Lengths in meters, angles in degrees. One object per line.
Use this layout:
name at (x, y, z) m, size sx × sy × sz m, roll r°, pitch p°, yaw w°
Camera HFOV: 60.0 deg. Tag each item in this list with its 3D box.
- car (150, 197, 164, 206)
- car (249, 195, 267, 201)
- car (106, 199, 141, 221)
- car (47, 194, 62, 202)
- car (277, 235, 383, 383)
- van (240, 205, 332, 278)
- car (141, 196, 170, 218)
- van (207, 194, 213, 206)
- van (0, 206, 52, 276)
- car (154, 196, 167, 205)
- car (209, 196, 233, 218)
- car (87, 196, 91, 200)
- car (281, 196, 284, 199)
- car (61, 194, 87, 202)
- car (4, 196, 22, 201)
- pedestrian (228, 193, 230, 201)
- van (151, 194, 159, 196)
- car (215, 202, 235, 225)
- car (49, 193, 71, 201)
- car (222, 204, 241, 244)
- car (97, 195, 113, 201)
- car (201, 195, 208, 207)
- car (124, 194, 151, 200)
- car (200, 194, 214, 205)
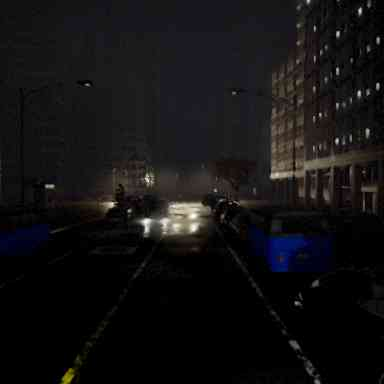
car at (-5.684, 1.533, 54.883) m, size 1.802 × 1.307 × 4.206 m, roll -1°, pitch 0°, yaw 0°
car at (16.155, 1.471, 81.402) m, size 4.313 × 1.339 × 1.947 m, roll 0°, pitch 1°, yaw -5°
car at (-5.694, 1.527, 26.754) m, size 2.008 × 1.369 × 4.403 m, roll -1°, pitch 0°, yaw 0°
car at (-33.082, 1.633, 76.865) m, size 4.097 × 1.590 × 1.967 m, roll 0°, pitch 1°, yaw -5°
car at (2.679, 1.563, 4.250) m, size 1.947 × 1.339 × 4.313 m, roll -1°, pitch 0°, yaw 0°
van at (2.677, 1.333, 9.876) m, size 1.690 × 1.788 × 3.998 m, roll -1°, pitch 0°, yaw 0°
car at (-3.086, 1.451, 30.339) m, size 1.882 × 1.535 × 5.008 m, roll 0°, pitch 0°, yaw 0°
van at (2.684, 1.313, 32.377) m, size 1.690 × 1.788 × 3.998 m, roll -1°, pitch 0°, yaw 0°
van at (-5.704, 1.333, 9.879) m, size 1.690 × 1.788 × 3.998 m, roll -1°, pitch 0°, yaw 0°
car at (-5.684, 1.470, 60.338) m, size 1.752 × 1.417 × 4.829 m, roll -1°, pitch 0°, yaw 0°
car at (2.684, 1.417, 26.752) m, size 1.967 × 1.590 × 4.097 m, roll -1°, pitch 0°, yaw 0°
car at (-28.170, 1.563, 85.745) m, size 4.206 × 1.307 × 1.802 m, roll 0°, pitch 1°, yaw -5°
car at (26.469, 1.227, 90.765) m, size 4.313 × 1.339 × 1.947 m, roll 0°, pitch 1°, yaw -5°
car at (-27.464, 1.726, 77.386) m, size 4.313 × 1.339 × 1.947 m, roll 0°, pitch 1°, yaw -5°
car at (-45.047, 1.643, 84.188) m, size 4.313 × 1.339 × 1.947 m, roll 0°, pitch 1°, yaw -5°
pedestrian at (8.160, 1.108, 73.276) m, size 0.375 × 1.860 × 0.375 m, roll -1°, pitch 1°, yaw 0°
van at (-5.692, 1.302, 43.630) m, size 1.690 × 1.788 × 3.998 m, roll -1°, pitch 0°, yaw 0°
car at (2.685, 1.564, 21.127) m, size 1.802 × 1.307 × 4.206 m, roll -1°, pitch 0°, yaw 0°
car at (-33.795, 1.328, 85.217) m, size 5.009 × 1.841 × 2.192 m, roll 0°, pitch 1°, yaw -5°
car at (2.682, 1.512, 15.671) m, size 1.752 × 1.417 × 4.829 m, roll -1°, pitch 0°, yaw 0°
car at (-22.544, 1.388, 86.262) m, size 4.097 × 1.590 × 1.967 m, roll 0°, pitch 1°, yaw -5°
car at (2.694, 1.501, 49.253) m, size 1.887 × 1.381 × 4.507 m, roll -1°, pitch 0°, yaw 0°
car at (-5.697, 1.286, 32.380) m, size 2.192 × 1.841 × 5.009 m, roll -1°, pitch 0°, yaw 0°
car at (2.692, 1.260, 60.505) m, size 2.192 × 1.841 × 5.009 m, roll -1°, pitch 0°, yaw 0°
